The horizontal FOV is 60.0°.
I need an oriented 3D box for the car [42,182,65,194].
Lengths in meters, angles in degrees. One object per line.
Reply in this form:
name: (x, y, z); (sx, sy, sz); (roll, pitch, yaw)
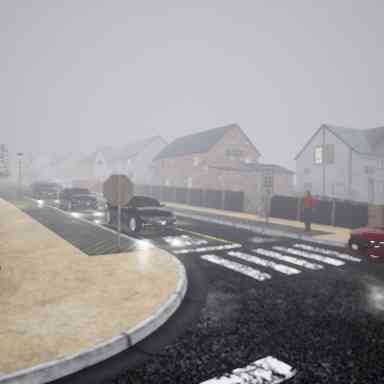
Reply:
car: (-18.258, -0.562, 43.803); (1.812, 1.442, 4.674); (1, 2, -34)

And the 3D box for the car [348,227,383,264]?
car: (7.327, 1.466, 9.952); (5.008, 1.535, 1.882); (3, 3, -3)

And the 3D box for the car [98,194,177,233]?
car: (-2.511, 0.894, 15.430); (1.837, 1.490, 4.892); (1, 2, -34)

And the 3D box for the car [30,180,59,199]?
car: (-14.703, -0.116, 33.367); (1.837, 1.490, 4.892); (1, 2, -34)

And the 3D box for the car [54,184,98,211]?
car: (-8.139, 0.428, 23.703); (1.837, 1.490, 4.892); (1, 2, -34)

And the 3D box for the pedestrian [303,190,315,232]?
pedestrian: (5.110, 0.817, 14.655); (0.375, 1.860, 0.375); (4, -2, -34)

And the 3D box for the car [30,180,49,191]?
car: (-24.220, -1.076, 52.580); (1.837, 1.490, 4.892); (1, 2, -35)
